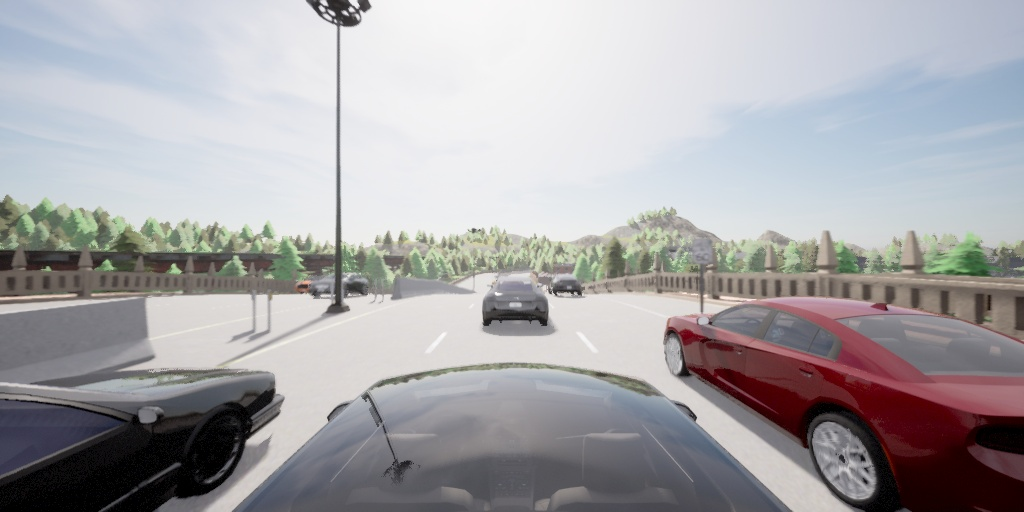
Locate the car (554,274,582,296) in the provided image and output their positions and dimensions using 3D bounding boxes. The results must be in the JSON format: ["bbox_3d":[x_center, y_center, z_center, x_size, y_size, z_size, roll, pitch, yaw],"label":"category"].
[{"bbox_3d":[3.594,1.997,24.795,1.812,1.442,4.674,0,-5,0],"label":"car"}]

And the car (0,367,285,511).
[{"bbox_3d":[-3.398,1.297,1.422,2.033,1.411,5.357,0,0,0],"label":"car"}]

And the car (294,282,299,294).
[{"bbox_3d":[-17.549,2.556,32.579,2.097,1.767,4.553,0,-6,1],"label":"car"}]

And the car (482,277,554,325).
[{"bbox_3d":[0.097,1.384,11.993,1.994,1.385,4.181,0,-1,0],"label":"car"}]

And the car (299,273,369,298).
[{"bbox_3d":[-10.580,1.783,22.311,2.128,1.511,4.902,0,-4,0],"label":"car"}]

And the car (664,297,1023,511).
[{"bbox_3d":[3.598,1.228,4.333,1.882,1.535,5.008,0,0,0],"label":"car"}]
